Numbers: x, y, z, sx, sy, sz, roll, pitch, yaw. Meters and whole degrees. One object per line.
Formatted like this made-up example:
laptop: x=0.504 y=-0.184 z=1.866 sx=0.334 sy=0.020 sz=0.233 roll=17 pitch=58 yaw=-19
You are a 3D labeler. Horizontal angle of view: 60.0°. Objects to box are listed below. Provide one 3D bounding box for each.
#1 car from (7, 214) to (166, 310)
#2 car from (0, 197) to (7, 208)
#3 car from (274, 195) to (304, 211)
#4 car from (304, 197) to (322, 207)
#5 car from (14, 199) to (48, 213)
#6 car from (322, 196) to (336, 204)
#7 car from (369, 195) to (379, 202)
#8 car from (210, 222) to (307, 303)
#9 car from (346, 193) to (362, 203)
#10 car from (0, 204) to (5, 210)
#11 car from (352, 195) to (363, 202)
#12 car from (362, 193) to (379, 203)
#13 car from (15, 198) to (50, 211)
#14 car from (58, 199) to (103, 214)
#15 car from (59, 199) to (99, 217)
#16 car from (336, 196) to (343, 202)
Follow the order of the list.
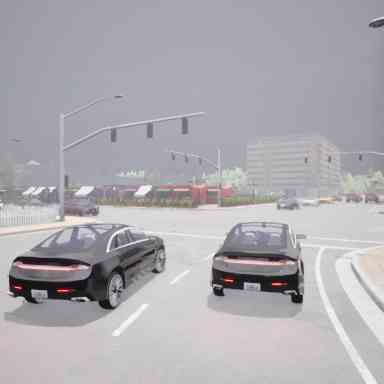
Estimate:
car: x=-2.045 y=1.492 z=7.936 sx=2.128 sy=1.511 sz=4.902 roll=0 pitch=0 yaw=12
car: x=-28.957 y=1.533 z=47.794 sx=5.008 sy=1.535 sz=1.882 roll=0 pitch=0 yaw=32
car: x=12.013 y=1.492 z=41.442 sx=2.128 sy=1.511 sz=4.902 roll=0 pitch=0 yaw=32
car: x=18.487 y=1.526 z=51.953 sx=1.812 sy=1.442 sz=4.674 roll=0 pitch=0 yaw=32
car: x=-18.155 y=1.619 z=36.906 sx=4.181 sy=1.385 sz=1.994 roll=0 pitch=0 yaw=32
car: x=25.231 y=1.477 z=62.794 sx=1.882 sy=1.535 sz=5.008 roll=0 pitch=0 yaw=32
car: x=42.386 y=1.524 z=77.296 sx=1.812 sy=1.442 sz=4.674 roll=0 pitch=0 yaw=32
car: x=1.773 y=1.492 z=8.318 sx=2.128 sy=1.511 sz=4.902 roll=0 pitch=0 yaw=17
car: x=34.053 y=1.225 z=70.425 sx=2.150 sy=2.045 sz=5.566 roll=0 pitch=0 yaw=32
car: x=-25.948 y=1.277 z=41.776 sx=5.566 sy=2.045 sz=2.150 roll=0 pitch=0 yaw=32
car: x=39.622 y=1.540 z=79.484 sx=2.033 sy=1.411 sz=5.357 roll=0 pitch=0 yaw=32
car: x=36.842 y=1.225 z=68.278 sx=2.150 sy=2.045 sz=5.566 roll=0 pitch=0 yaw=32
car: x=-20.408 y=1.581 z=42.446 sx=4.674 sy=1.442 sz=1.812 roll=0 pitch=0 yaw=32
car: x=-12.602 y=1.547 z=37.563 sx=4.902 sy=1.511 sz=2.128 roll=0 pitch=0 yaw=32
car: x=-11.037 y=1.619 z=32.438 sx=4.181 sy=1.385 sz=1.994 roll=0 pitch=0 yaw=32
car: x=32.671 y=1.582 z=74.860 sx=1.895 sy=1.301 sz=4.718 roll=0 pitch=0 yaw=32
